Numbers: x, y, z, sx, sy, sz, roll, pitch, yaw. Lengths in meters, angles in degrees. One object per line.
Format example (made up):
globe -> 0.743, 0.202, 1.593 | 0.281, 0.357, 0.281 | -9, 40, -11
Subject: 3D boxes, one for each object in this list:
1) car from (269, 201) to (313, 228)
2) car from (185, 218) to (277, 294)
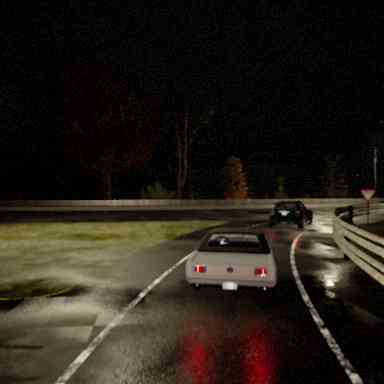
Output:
car -> 6.790, 1.379, 22.497 | 2.097, 1.767, 4.553 | 0, 0, 29
car -> 1.198, 1.610, 8.895 | 1.895, 1.301, 4.718 | 0, 0, 11
